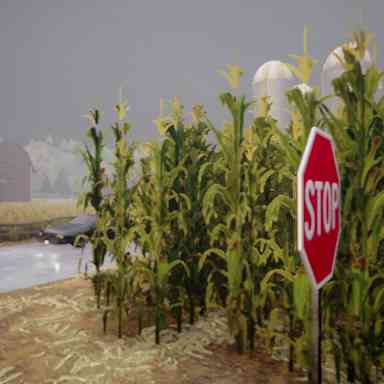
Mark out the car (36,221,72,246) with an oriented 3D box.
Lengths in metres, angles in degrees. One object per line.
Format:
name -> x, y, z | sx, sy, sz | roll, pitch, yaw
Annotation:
car -> -4.803, 1.808, 16.614 | 2.033, 1.411, 5.357 | 0, -1, 34
